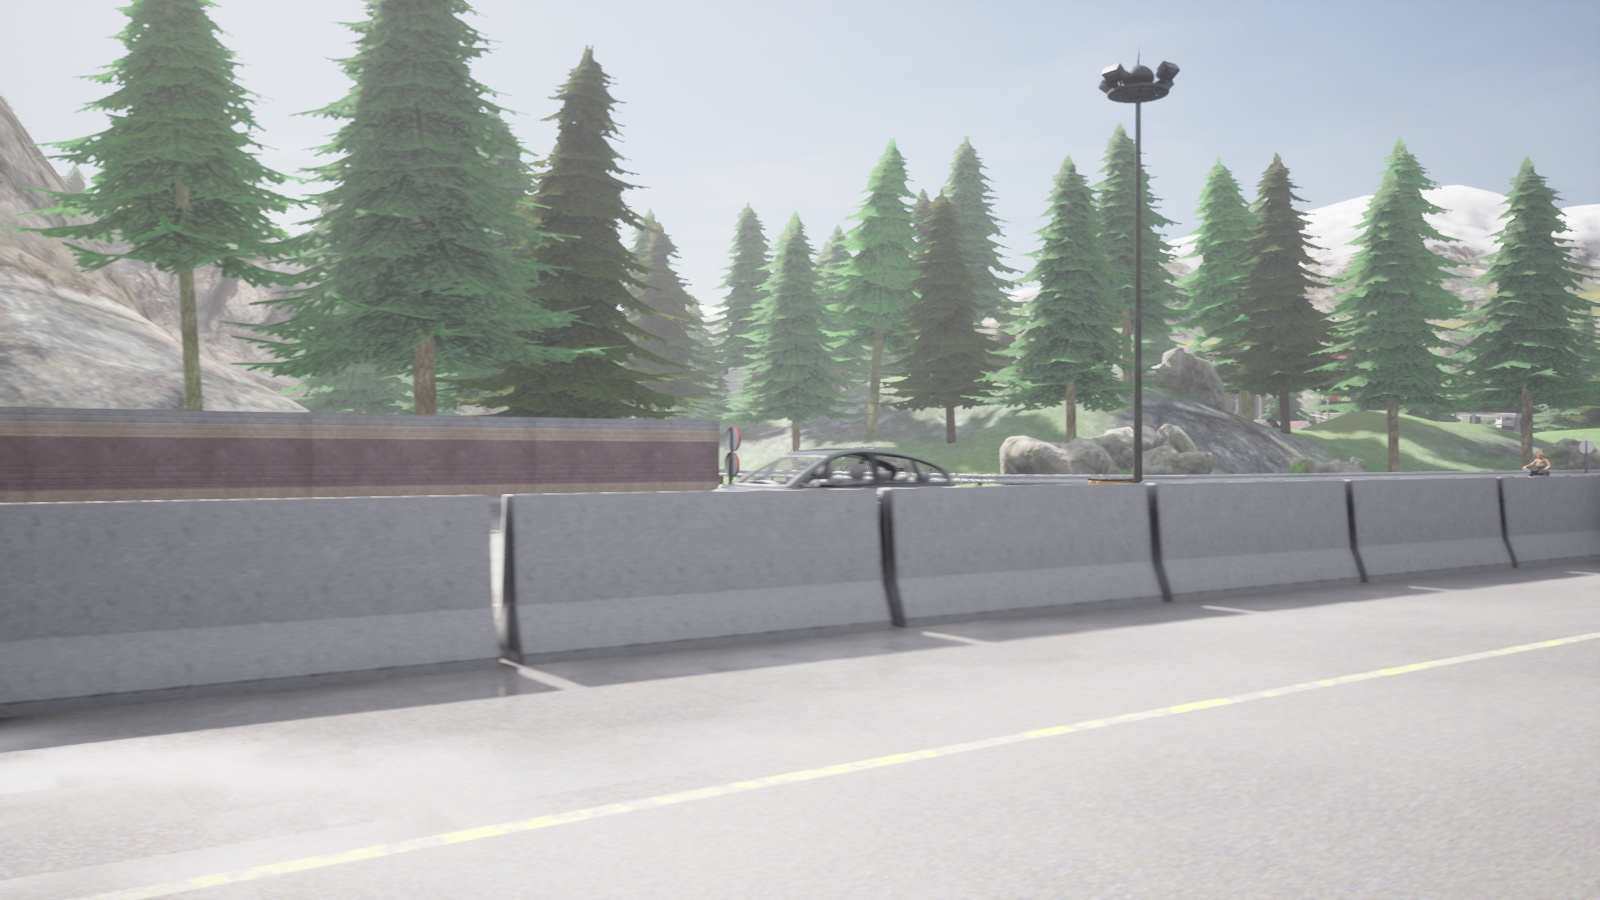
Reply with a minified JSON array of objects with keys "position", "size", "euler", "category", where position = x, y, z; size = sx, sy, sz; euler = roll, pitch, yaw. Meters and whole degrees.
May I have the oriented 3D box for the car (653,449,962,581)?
[{"position":[0.137,0.763,16.549],"size":[3.705,1.549,1.789],"euler":[0,0,-35],"category":"car"}]
